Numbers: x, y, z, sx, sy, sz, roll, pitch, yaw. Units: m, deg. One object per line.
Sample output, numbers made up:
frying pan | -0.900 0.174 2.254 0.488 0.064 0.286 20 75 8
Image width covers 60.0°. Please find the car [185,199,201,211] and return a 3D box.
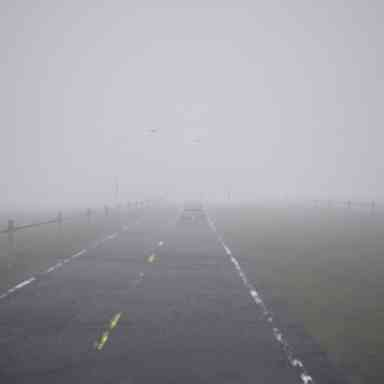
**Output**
car | 0.110 1.646 42.916 1.895 1.301 4.718 0 0 0

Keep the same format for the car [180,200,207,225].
car | 0.104 1.518 24.633 2.128 1.511 4.902 0 0 0
